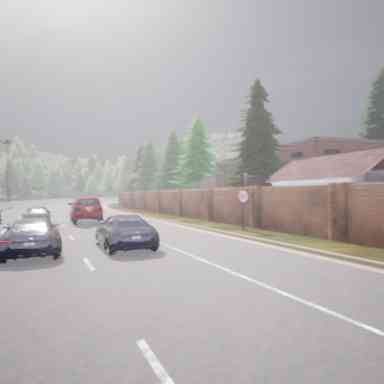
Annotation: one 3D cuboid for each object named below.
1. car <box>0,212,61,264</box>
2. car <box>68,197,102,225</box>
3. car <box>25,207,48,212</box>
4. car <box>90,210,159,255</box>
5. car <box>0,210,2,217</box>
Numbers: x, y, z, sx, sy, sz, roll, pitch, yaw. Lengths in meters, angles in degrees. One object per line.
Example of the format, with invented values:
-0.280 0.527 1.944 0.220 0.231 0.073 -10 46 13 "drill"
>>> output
-6.096 1.686 12.668 1.994 1.385 4.181 -1 0 -24 "car"
-8.520 1.422 26.558 2.150 2.045 5.566 -1 0 -24 "car"
-11.276 1.778 24.138 2.033 1.411 5.357 -1 0 -24 "car"
-2.835 1.644 13.944 1.994 1.385 4.181 -1 0 -24 "car"
-15.340 1.781 24.685 2.128 1.511 4.902 -1 0 -24 "car"
